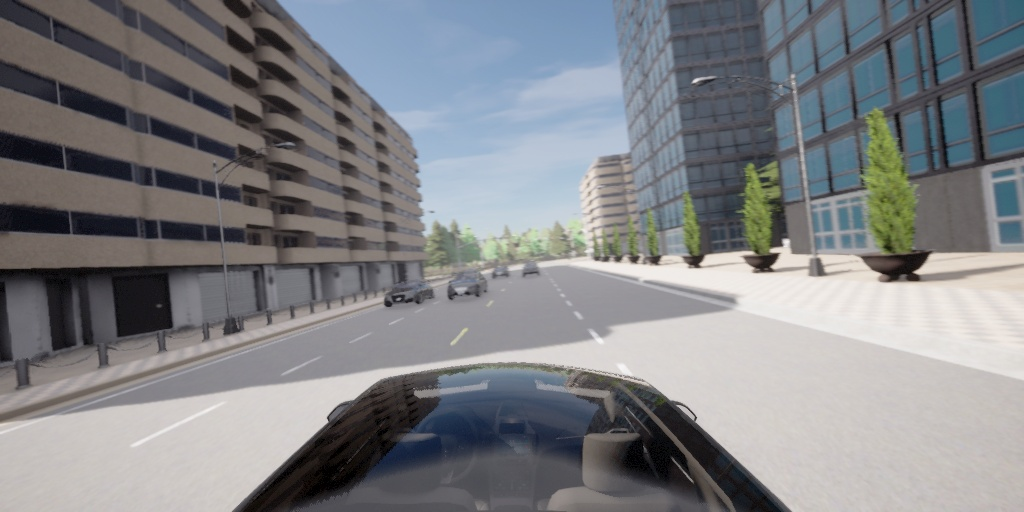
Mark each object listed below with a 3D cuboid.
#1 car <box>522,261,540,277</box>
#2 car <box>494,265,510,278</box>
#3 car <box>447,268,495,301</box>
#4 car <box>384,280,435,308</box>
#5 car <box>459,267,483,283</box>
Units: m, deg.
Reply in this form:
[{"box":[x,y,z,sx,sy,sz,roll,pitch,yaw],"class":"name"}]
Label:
[{"box":[2.088,1.465,39.195,2.033,1.411,5.357,-6,-1,4],"class":"car"},{"box":[-1.267,1.818,42.366,2.128,1.511,4.902,-6,-1,4],"class":"car"},{"box":[-2.652,1.743,21.992,2.128,1.511,4.902,-6,-1,4],"class":"car"},{"box":[-6.146,2.198,21.735,1.994,1.385,4.181,-6,-1,4],"class":"car"},{"box":[-4.740,2.228,42.526,1.837,1.490,4.892,-6,-1,4],"class":"car"}]
